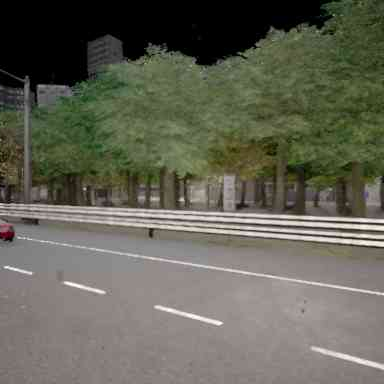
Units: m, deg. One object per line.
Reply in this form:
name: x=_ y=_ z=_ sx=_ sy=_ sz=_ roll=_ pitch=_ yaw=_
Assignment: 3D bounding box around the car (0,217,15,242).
car: x=-9.983 y=1.571 z=15.281 sx=4.181 sy=1.385 sz=1.994 roll=0 pitch=0 yaw=35
